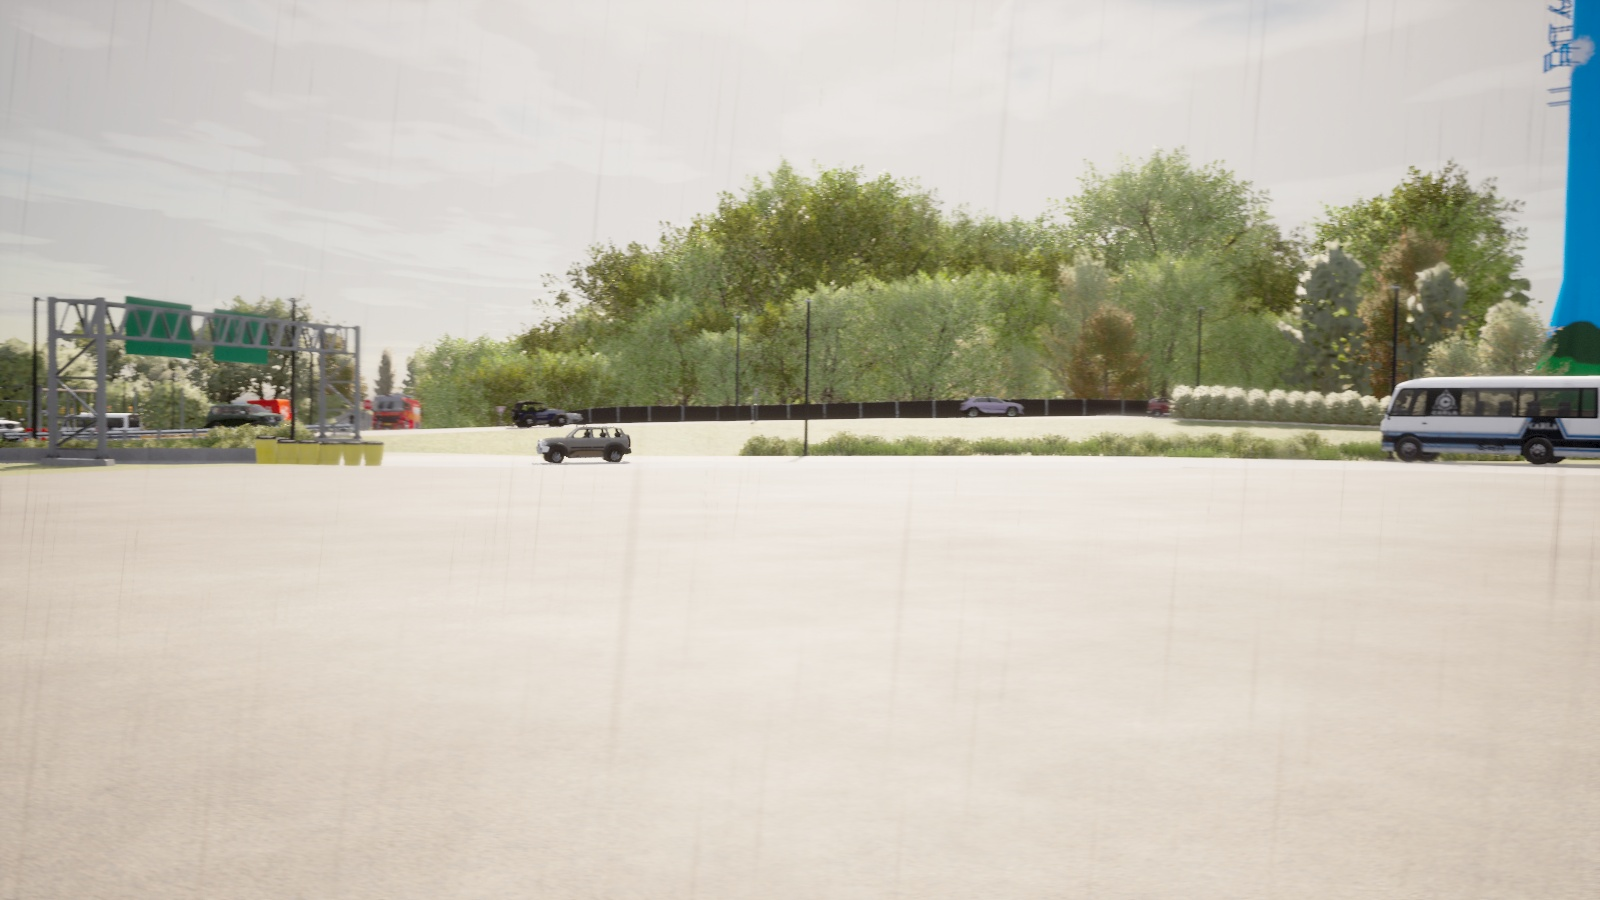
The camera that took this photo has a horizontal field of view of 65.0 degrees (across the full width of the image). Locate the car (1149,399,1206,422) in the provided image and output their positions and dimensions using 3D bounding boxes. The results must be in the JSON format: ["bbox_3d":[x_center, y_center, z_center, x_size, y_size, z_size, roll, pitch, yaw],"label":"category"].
[{"bbox_3d":[28.078,-2.937,93.479,3.705,1.549,1.789,3,2,8],"label":"car"}]

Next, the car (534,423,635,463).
[{"bbox_3d":[-10.529,-0.365,61.372,4.605,1.855,1.932,0,1,-20],"label":"car"}]

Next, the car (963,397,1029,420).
[{"bbox_3d":[14.903,-3.154,95.595,4.856,1.649,2.033,0,1,7],"label":"car"}]

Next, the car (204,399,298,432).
[{"bbox_3d":[-35.395,-2.217,80.997,5.566,2.045,2.150,0,3,21],"label":"car"}]

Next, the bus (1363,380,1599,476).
[{"bbox_3d":[33.310,-1.156,60.706,10.273,4.253,3.944,3,2,44],"label":"bus"}]

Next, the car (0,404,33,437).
[{"bbox_3d":[-52.051,-1.866,80.140,5.566,2.045,2.150,-1,1,17],"label":"car"}]

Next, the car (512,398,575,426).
[{"bbox_3d":[-18.012,-2.655,88.258,3.866,1.878,1.905,-2,3,-30],"label":"car"}]

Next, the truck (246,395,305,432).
[{"bbox_3d":[-37.303,-2.596,89.519,2.627,2.467,5.204,-2,1,-9],"label":"truck"}]
